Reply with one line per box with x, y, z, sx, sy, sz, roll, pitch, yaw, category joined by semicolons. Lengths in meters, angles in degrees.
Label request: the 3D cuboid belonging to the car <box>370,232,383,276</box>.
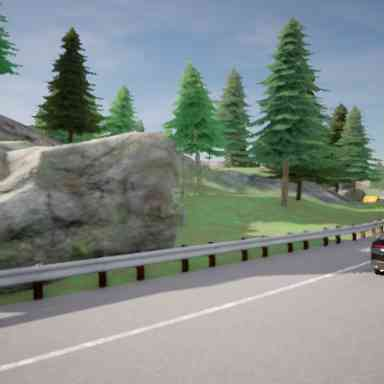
6.729;1.515;9.335;4.892;1.490;1.837;0;0;-40;car
